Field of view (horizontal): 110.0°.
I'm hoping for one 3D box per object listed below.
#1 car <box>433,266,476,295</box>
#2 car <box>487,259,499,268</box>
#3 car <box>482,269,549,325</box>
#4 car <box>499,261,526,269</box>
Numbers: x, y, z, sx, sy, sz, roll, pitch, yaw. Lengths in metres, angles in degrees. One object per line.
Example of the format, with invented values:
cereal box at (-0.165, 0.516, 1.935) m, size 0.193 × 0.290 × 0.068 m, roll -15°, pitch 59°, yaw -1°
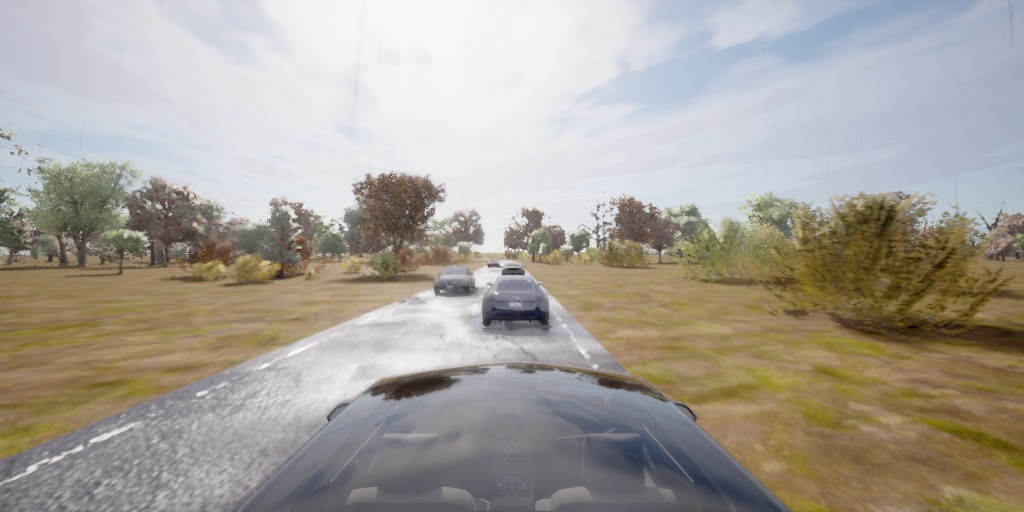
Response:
car at (-3.086, 1.272, 20.047) m, size 1.812 × 1.442 × 4.674 m, roll 0°, pitch 0°, yaw 0°
car at (-3.044, 1.187, 59.247) m, size 1.882 × 1.535 × 5.008 m, roll 0°, pitch 0°, yaw 1°
car at (0.100, 1.313, 11.860) m, size 1.994 × 1.385 × 4.181 m, roll 0°, pitch 0°, yaw 0°
car at (0.099, 1.246, 29.487) m, size 1.837 × 1.490 × 4.892 m, roll 0°, pitch 0°, yaw 0°
